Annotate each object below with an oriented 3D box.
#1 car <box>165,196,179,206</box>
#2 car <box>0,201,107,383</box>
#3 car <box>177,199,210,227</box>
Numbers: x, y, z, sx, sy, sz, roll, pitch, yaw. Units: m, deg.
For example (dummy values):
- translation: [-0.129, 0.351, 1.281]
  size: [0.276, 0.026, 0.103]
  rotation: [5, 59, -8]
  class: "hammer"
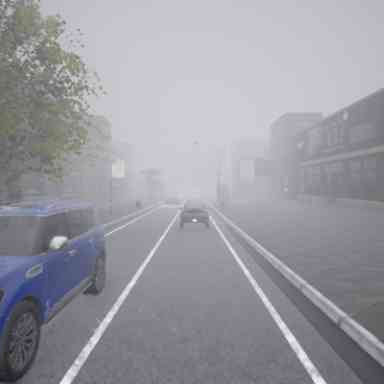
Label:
- translation: [-2.909, 1.289, 49.928]
  size: [1.994, 1.385, 4.181]
  rotation: [0, 1, 1]
  class: "car"
- translation: [-3.084, 1.222, 5.781]
  size: [2.150, 2.045, 5.566]
  rotation: [0, 0, 0]
  class: "car"
- translation: [0.170, 1.469, 22.662]
  size: [1.837, 1.490, 4.892]
  rotation: [0, 0, 0]
  class: "car"
